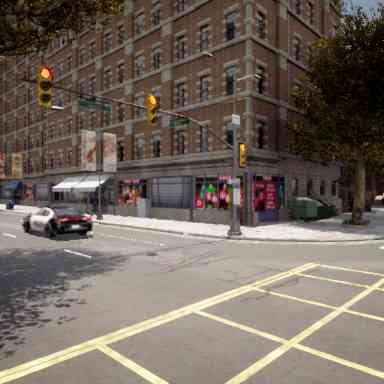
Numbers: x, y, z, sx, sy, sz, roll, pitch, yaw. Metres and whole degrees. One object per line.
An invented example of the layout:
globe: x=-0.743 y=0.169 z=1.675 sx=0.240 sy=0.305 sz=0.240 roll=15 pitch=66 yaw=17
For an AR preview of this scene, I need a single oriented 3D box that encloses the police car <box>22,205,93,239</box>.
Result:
police car: x=-7.284 y=1.509 z=17.590 sx=4.974 sy=1.542 sz=2.038 roll=0 pitch=0 yaw=44
